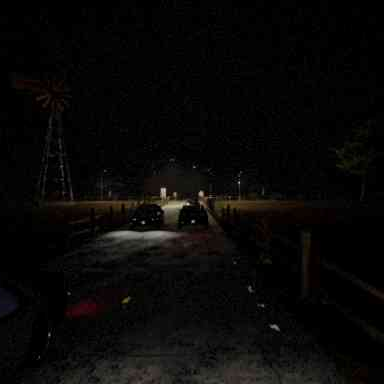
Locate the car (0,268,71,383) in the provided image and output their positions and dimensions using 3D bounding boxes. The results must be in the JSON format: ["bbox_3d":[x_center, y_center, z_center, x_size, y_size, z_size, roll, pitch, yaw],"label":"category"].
[{"bbox_3d":[-2.842,1.553,3.009,2.033,1.411,5.357,0,0,0],"label":"car"}]

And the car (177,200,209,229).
[{"bbox_3d":[0.078,1.528,21.854,2.128,1.511,4.902,0,0,0],"label":"car"}]

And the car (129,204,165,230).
[{"bbox_3d":[-2.799,1.542,21.612,1.837,1.490,4.892,0,-1,0],"label":"car"}]
